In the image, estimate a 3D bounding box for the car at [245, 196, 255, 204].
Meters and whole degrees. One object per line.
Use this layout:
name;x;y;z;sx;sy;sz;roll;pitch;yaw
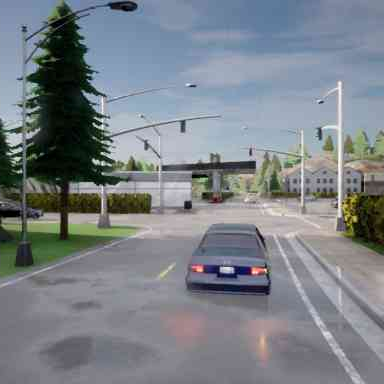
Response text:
car;11.231;1.543;64.758;1.812;1.442;4.674;0;0;10

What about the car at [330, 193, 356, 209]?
car;20.262;1.342;42.349;5.027;1.636;2.152;0;0;10

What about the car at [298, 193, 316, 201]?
car;26.213;1.381;76.085;3.806;1.475;1.970;0;0;10

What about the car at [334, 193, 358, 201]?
car;34.568;1.117;74.637;4.605;1.855;1.932;0;0;10

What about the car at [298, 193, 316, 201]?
car;27.398;1.098;79.252;3.866;1.878;1.905;0;0;10

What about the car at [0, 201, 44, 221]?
car;-14.513;1.499;26.989;4.902;1.511;2.128;0;0;10

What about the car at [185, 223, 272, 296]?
car;1.093;1.550;8.878;2.033;1.411;5.357;0;0;10
